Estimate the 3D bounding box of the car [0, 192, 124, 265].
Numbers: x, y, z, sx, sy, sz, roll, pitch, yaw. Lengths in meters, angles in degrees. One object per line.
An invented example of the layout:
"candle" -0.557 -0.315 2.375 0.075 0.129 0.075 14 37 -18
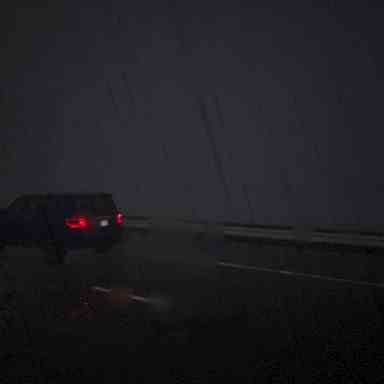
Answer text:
"car" -4.798 1.037 11.199 5.566 2.045 2.150 -1 1 34
